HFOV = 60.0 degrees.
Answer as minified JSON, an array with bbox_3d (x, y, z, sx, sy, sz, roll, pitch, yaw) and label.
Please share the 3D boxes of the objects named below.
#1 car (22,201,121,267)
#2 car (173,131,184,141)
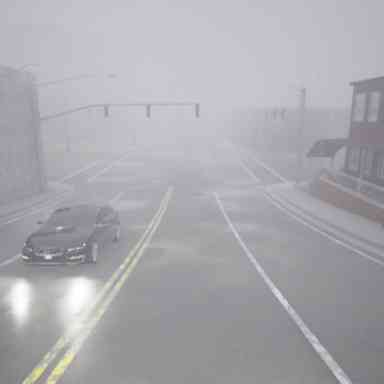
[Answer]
[{"bbox_3d":[-3.580,1.156,10.694,1.837,1.490,4.892,0,5,0],"label":"car"},{"bbox_3d":[-3.447,-13.331,79.774,2.097,1.767,4.553,0,13,0],"label":"car"}]
